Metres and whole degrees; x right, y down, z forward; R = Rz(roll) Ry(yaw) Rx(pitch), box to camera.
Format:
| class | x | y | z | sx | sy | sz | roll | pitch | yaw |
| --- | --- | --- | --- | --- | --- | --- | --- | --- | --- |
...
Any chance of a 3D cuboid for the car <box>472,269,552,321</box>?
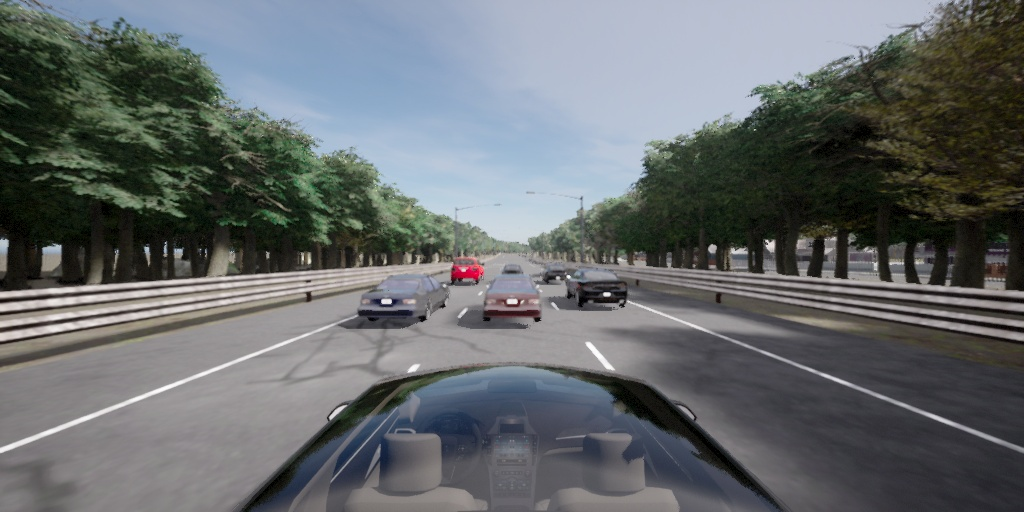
| class | x | y | z | sx | sy | sz | roll | pitch | yaw |
| --- | --- | --- | --- | --- | --- | --- | --- | --- | --- |
| car | 0.023 | 1.333 | 12.486 | 2.033 | 1.411 | 5.357 | 0 | 0 | 0 |

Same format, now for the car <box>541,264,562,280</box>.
| class | x | y | z | sx | sy | sz | roll | pitch | yaw |
| --- | --- | --- | --- | --- | --- | --- | --- | --- | --- |
| car | 3.546 | 1.434 | 29.720 | 1.837 | 1.490 | 4.892 | 0 | 0 | 1 |

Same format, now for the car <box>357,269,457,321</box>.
| class | x | y | z | sx | sy | sz | roll | pitch | yaw |
| --- | --- | --- | --- | --- | --- | --- | --- | --- | --- |
| car | -3.477 | 1.333 | 12.496 | 2.033 | 1.411 | 5.357 | 0 | 0 | 0 |

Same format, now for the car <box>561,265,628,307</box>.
| class | x | y | z | sx | sy | sz | roll | pitch | yaw |
| --- | --- | --- | --- | --- | --- | --- | --- | --- | --- |
| car | 3.554 | 1.283 | 15.813 | 1.882 | 1.535 | 5.008 | 0 | 0 | 0 |

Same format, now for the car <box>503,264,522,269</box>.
| class | x | y | z | sx | sy | sz | roll | pitch | yaw |
| --- | --- | --- | --- | --- | --- | --- | --- | --- | --- |
| car | 0.046 | 1.434 | 29.727 | 1.837 | 1.490 | 4.892 | 0 | 0 | 1 |

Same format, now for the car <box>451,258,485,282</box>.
| class | x | y | z | sx | sy | sz | roll | pitch | yaw |
| --- | --- | --- | --- | --- | --- | --- | --- | --- | --- |
| car | -3.468 | 1.140 | 28.560 | 2.150 | 2.045 | 5.566 | 0 | 0 | 1 |
